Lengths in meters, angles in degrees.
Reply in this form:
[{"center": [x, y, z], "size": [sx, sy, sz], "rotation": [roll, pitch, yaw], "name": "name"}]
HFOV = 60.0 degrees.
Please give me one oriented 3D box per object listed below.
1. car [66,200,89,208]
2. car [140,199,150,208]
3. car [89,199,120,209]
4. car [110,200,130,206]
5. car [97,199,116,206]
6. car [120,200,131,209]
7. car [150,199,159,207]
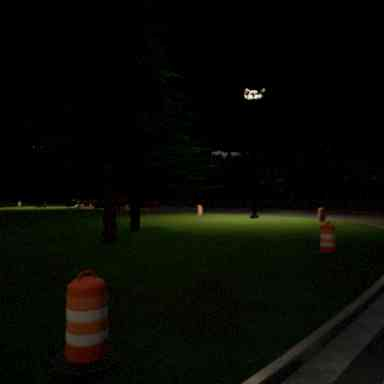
[{"center": [-23.130, 2.251, 65.849], "size": [4.902, 1.511, 2.128], "rotation": [-1, -1, 44], "name": "car"}, {"center": [-11.048, 2.280, 64.089], "size": [4.902, 1.511, 2.128], "rotation": [-1, -1, 44], "name": "car"}, {"center": [-15.407, 2.251, 58.569], "size": [4.902, 1.511, 2.128], "rotation": [-1, -1, 44], "name": "car"}, {"center": [-15.915, 2.355, 73.477], "size": [4.718, 1.301, 1.895], "rotation": [-1, -1, 44], "name": "car"}, {"center": [-18.306, 2.301, 70.921], "size": [4.181, 1.385, 1.994], "rotation": [-1, -1, 44], "name": "car"}, {"center": [-13.067, 2.275, 61.175], "size": [4.892, 1.490, 1.837], "rotation": [-2, -1, 44], "name": "car"}, {"center": [-8.641, 2.154, 66.632], "size": [4.553, 1.767, 2.097], "rotation": [-1, -1, 44], "name": "car"}]
